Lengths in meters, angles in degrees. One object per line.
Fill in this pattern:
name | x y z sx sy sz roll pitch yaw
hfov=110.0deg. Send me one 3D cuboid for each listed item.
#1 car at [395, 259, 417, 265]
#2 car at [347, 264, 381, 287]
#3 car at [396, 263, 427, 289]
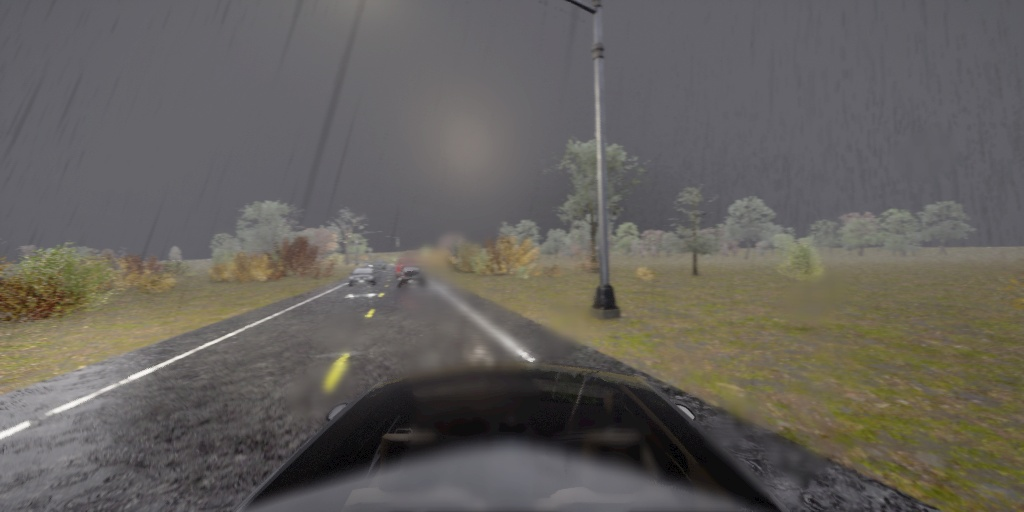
car | -10.997 1.307 37.770 2.150 2.045 5.566 -2 0 -17
car | -11.853 1.630 28.747 1.812 1.442 4.674 -2 0 -18
car | -7.139 1.483 25.679 1.837 1.490 4.892 -2 0 -17
